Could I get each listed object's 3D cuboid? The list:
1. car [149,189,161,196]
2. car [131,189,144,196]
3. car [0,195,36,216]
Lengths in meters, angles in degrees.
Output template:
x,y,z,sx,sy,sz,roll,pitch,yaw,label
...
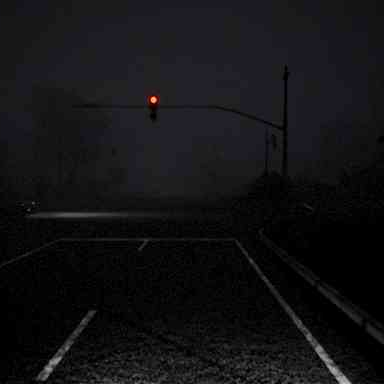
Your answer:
x,y,z,sx,sy,sz,roll,pitch,yaw,label
-7.145,0.067,65.055,1.994,1.385,4.181,0,-1,1,car
-10.633,0.051,64.976,2.033,1.411,5.357,0,-1,0,car
-13.113,0.877,22.344,4.718,1.301,1.895,0,2,2,car
